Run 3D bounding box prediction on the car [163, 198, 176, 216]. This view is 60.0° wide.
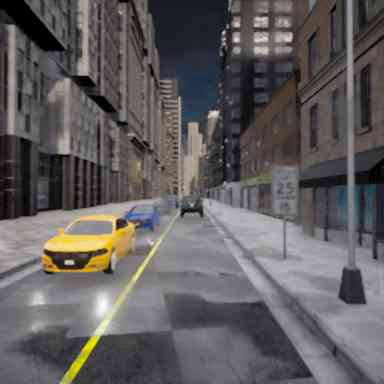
[{"bbox_3d":[-3.032,1.654,34.110,2.033,1.411,5.357,0,0,0],"label":"car"}]

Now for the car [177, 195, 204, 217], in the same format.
[{"bbox_3d":[-0.008,1.324,32.276,2.150,2.045,5.566,0,0,0],"label":"car"}]

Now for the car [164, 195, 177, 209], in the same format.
[{"bbox_3d":[-3.012,1.455,49.548,2.150,2.045,5.566,0,0,0],"label":"car"}]

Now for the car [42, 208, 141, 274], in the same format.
[{"bbox_3d":[-3.096,1.516,10.906,1.882,1.535,5.008,0,0,0],"label":"car"}]

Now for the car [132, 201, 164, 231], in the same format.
[{"bbox_3d":[-3.094,1.549,21.303,1.882,1.535,5.008,0,0,0],"label":"car"}]

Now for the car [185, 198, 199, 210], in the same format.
[{"bbox_3d":[0.026,1.662,46.421,1.812,1.442,4.674,0,0,1],"label":"car"}]
